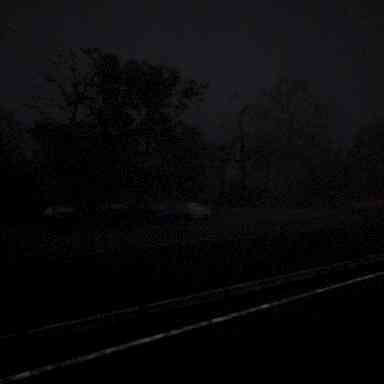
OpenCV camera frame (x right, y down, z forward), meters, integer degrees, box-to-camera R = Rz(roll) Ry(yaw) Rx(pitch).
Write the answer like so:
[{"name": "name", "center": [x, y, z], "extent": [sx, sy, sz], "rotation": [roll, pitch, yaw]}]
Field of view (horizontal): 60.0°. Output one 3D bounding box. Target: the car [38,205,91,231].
[{"name": "car", "center": [-8.203, 1.513, 20.690], "extent": [2.002, 1.452, 4.674], "rotation": [0, 0, -35]}]

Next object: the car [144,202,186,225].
[{"name": "car", "center": [-2.877, 1.500, 24.501], "extent": [2.097, 1.535, 5.008], "rotation": [0, 0, -36]}]

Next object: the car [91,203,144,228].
[{"name": "car", "center": [-5.535, 1.488, 22.591], "extent": [2.231, 1.521, 4.892], "rotation": [0, 0, -36]}]

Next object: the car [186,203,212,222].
[{"name": "car", "center": [-0.309, 1.554, 26.323], "extent": [2.002, 1.452, 4.674], "rotation": [0, 0, -36]}]

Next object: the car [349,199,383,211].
[{"name": "car", "center": [22.882, 1.640, 42.864], "extent": [2.097, 1.535, 5.008], "rotation": [0, 0, -35]}]
